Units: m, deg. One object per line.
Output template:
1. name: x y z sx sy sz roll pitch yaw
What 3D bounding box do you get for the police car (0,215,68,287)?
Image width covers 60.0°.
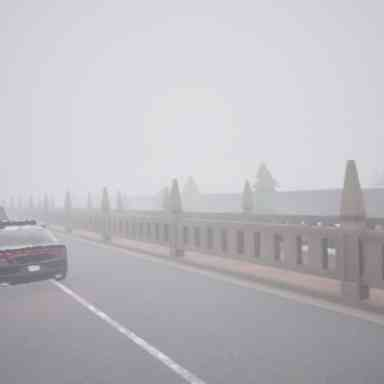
1. police car: -5.279 1.671 9.931 1.930 1.638 5.238 -1 -1 -37

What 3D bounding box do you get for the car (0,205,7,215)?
1. car: -11.218 1.742 17.879 2.150 2.045 5.566 -1 -1 -37
